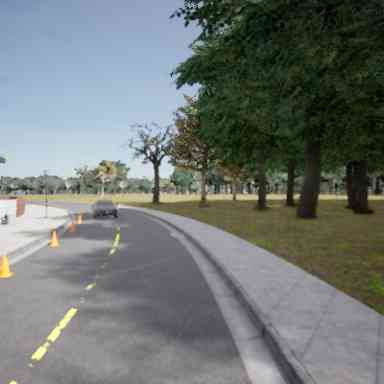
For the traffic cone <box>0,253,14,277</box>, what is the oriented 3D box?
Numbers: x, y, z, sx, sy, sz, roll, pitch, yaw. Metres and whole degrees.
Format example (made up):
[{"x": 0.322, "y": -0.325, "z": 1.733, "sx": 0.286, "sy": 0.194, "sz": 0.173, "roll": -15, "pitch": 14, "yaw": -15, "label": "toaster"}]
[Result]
[{"x": -4.961, "y": 1.920, "z": 8.824, "sx": 0.340, "sy": 0.580, "sz": 0.340, "roll": 0, "pitch": 0, "yaw": -7, "label": "traffic cone"}]

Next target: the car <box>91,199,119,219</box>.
[{"x": -7.331, "y": 1.380, "z": 27.871, "sx": 1.837, "sy": 1.490, "sz": 4.892, "roll": 0, "pitch": 0, "yaw": -20, "label": "car"}]

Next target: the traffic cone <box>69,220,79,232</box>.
[{"x": -6.591, "y": 1.874, "z": 18.411, "sx": 0.340, "sy": 0.580, "sz": 0.340, "roll": 0, "pitch": 0, "yaw": -13, "label": "traffic cone"}]

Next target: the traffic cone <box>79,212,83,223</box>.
[{"x": -7.796, "y": 1.855, "z": 23.123, "sx": 0.340, "sy": 0.580, "sz": 0.340, "roll": 0, "pitch": 0, "yaw": -16, "label": "traffic cone"}]

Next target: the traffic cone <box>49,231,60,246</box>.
[{"x": -5.645, "y": 1.896, "z": 13.639, "sx": 0.340, "sy": 0.580, "sz": 0.340, "roll": 0, "pitch": 0, "yaw": -10, "label": "traffic cone"}]
